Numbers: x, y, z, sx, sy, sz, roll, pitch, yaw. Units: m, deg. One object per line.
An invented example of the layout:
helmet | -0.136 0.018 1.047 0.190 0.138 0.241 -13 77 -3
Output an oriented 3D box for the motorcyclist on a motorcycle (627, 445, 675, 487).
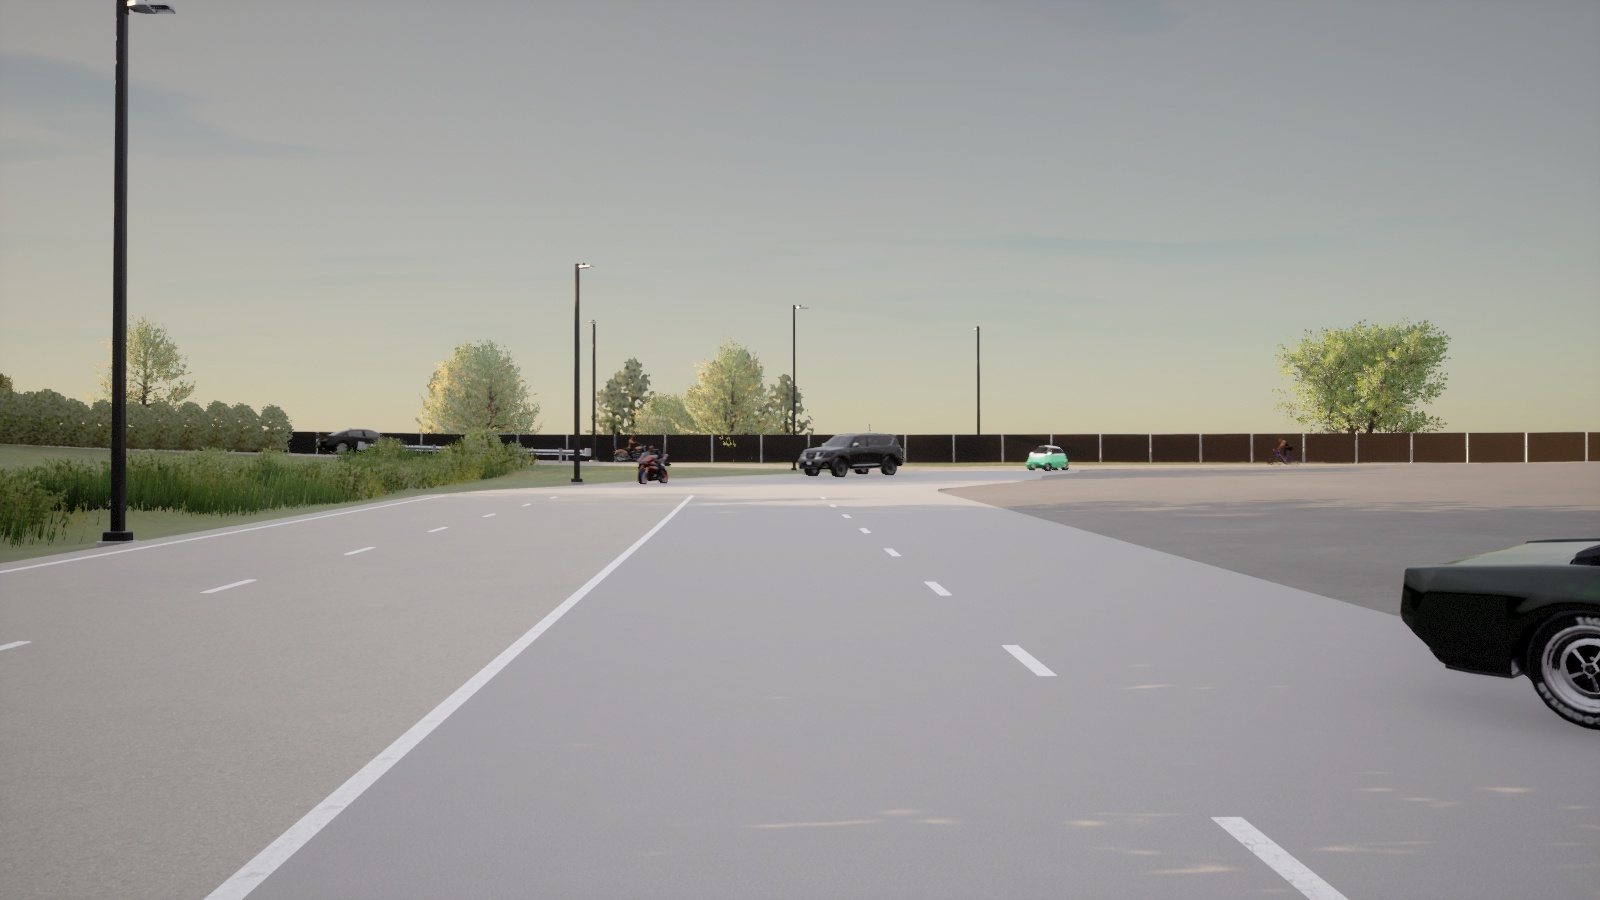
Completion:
motorcyclist on a motorcycle | -5.598 0.584 47.426 0.866 1.530 2.191 0 0 22

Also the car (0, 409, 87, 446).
car | -35.290 -1.002 57.614 1.816 1.474 4.193 -1 -2 23

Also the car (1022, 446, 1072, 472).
car | 13.320 0.471 67.693 2.207 1.376 1.481 0 0 -34

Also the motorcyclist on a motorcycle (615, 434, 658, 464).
motorcyclist on a motorcycle | -9.447 -0.054 72.710 2.350 1.649 0.766 2 -1 1

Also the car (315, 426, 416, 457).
car | -24.422 -0.472 70.672 5.008 1.535 1.882 2 -2 -34

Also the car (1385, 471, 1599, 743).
car | 5.642 0.794 6.051 1.895 1.301 4.718 -4 1 -38

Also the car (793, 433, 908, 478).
car | 2.442 0.223 59.686 5.566 2.045 2.150 -1 1 -42
